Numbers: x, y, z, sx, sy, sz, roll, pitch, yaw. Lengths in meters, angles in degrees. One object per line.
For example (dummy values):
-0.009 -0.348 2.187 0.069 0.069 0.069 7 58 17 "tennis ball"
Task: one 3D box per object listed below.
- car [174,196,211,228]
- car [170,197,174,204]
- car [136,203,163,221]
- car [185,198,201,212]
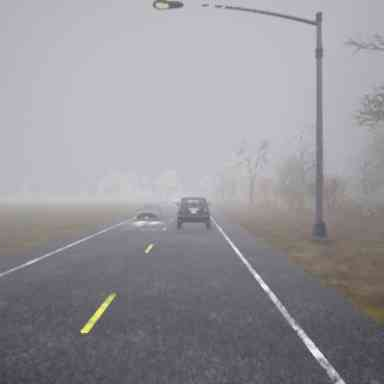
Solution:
0.112 1.312 22.881 2.150 2.045 5.566 0 0 0 "car"
-3.467 1.740 67.964 1.812 1.442 4.674 0 0 0 "car"
-3.584 1.660 29.092 2.033 1.411 5.357 0 0 0 "car"
0.120 1.630 42.059 1.882 1.535 5.008 0 0 0 "car"
